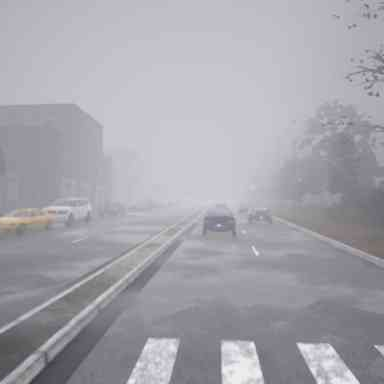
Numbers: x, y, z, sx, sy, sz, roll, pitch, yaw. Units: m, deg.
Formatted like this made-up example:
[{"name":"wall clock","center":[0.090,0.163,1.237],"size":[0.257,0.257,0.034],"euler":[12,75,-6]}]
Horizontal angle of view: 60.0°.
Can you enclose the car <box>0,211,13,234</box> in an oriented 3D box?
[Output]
[{"name":"car","center":[-10.658,1.602,14.707],"size":[1.946,1.575,5.366],"euler":[0,-1,5]}]

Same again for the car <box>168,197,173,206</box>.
[{"name":"car","center":[-5.848,2.217,69.745],"size":[1.946,1.575,5.366],"euler":[0,-1,5]}]

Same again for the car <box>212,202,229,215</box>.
[{"name":"car","center":[3.553,2.021,40.939],"size":[1.994,1.385,4.181],"euler":[0,-1,5]}]

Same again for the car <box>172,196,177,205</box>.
[{"name":"car","center":[-5.348,2.158,75.466],"size":[2.185,1.767,4.553],"euler":[0,-1,5]}]

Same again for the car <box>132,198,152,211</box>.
[{"name":"car","center":[-7.743,1.979,48.046],"size":[2.231,1.521,4.892],"euler":[0,-1,5]}]

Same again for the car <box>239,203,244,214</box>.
[{"name":"car","center":[6.964,2.034,42.685],"size":[1.994,1.385,4.181],"euler":[0,-1,5]}]

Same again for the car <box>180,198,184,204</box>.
[{"name":"car","center":[-4.391,2.155,86.416],"size":[2.435,2.045,5.566],"euler":[0,-1,5]}]

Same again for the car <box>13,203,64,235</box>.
[{"name":"car","center":[-10.177,1.663,20.211],"size":[1.946,1.575,5.366],"euler":[0,-1,5]}]

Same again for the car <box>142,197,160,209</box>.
[{"name":"car","center":[-7.266,1.787,53.518],"size":[2.435,2.045,5.566],"euler":[0,-1,5]}]

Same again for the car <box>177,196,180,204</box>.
[{"name":"car","center":[-4.886,2.340,80.752],"size":[1.946,1.575,5.366],"euler":[0,-1,5]}]

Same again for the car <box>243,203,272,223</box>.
[{"name":"car","center":[5.645,1.839,28.260],"size":[1.812,1.442,4.674],"euler":[0,0,5]}]

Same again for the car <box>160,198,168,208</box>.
[{"name":"car","center":[-6.501,2.145,62.904],"size":[2.231,1.521,4.892],"euler":[0,-1,6]}]

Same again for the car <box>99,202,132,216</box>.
[{"name":"car","center":[-8.713,1.884,37.001],"size":[2.163,1.488,4.792],"euler":[0,-1,5]}]

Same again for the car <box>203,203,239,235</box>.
[{"name":"car","center":[1.700,1.712,20.642],"size":[1.882,1.535,5.008],"euler":[0,-1,5]}]

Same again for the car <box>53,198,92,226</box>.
[{"name":"car","center":[-9.669,1.480,26.000],"size":[2.435,2.045,5.566],"euler":[0,-1,5]}]
